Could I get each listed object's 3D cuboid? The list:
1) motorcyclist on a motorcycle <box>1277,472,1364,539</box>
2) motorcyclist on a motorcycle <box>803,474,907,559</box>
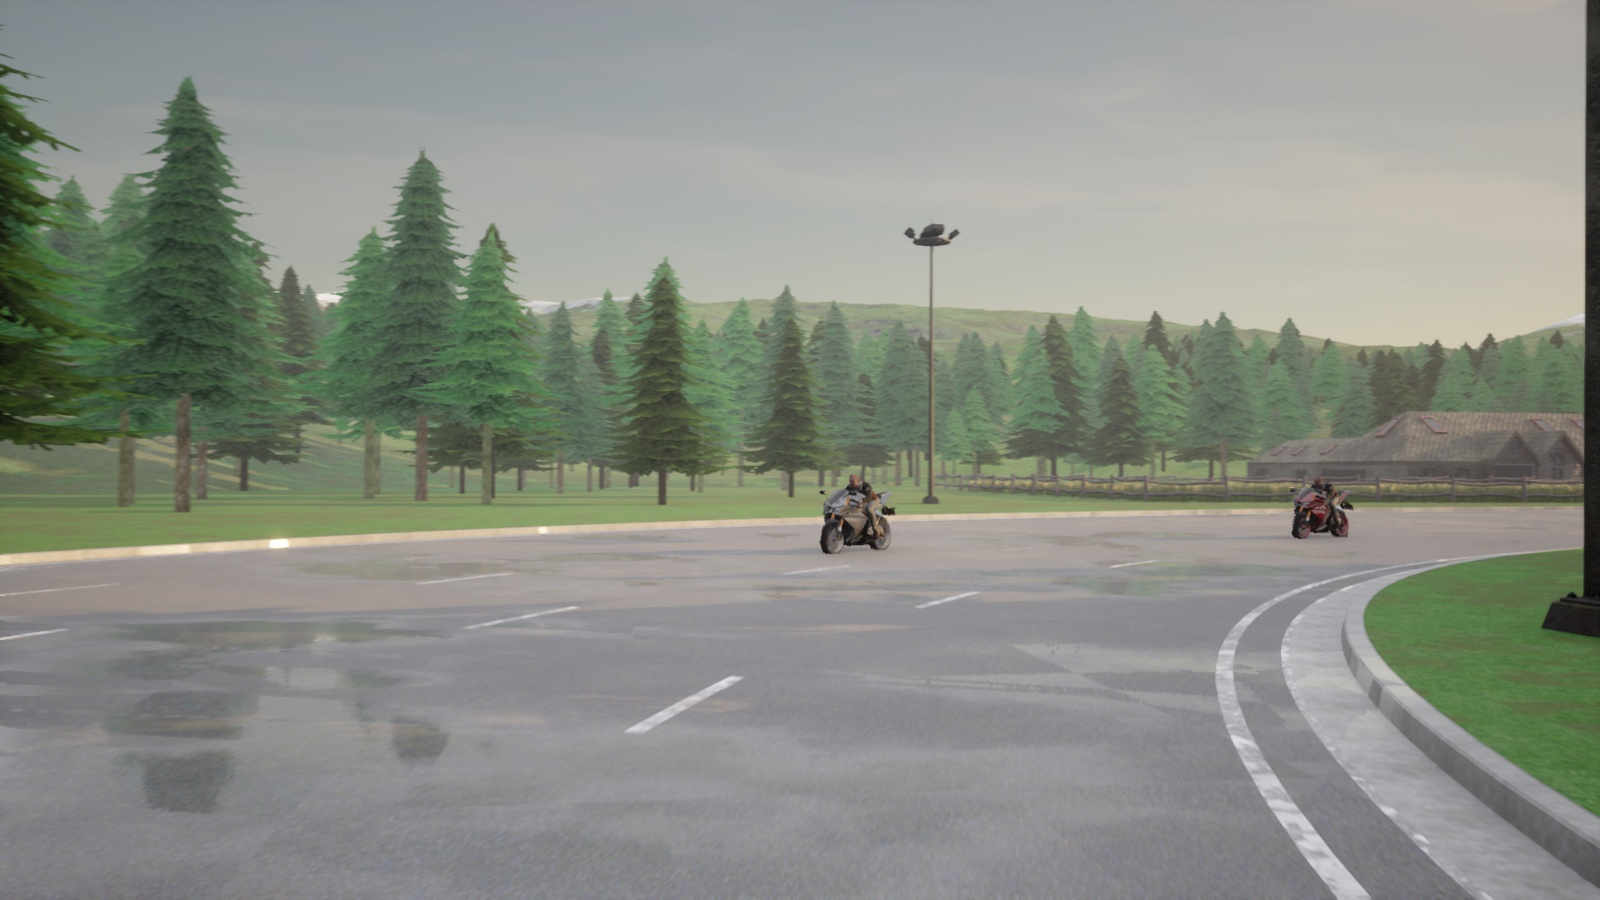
[{"bbox_3d":[12.442,1.296,30.008,2.191,1.530,0.866,0,-1,-35],"label":"motorcyclist on a motorcycle"},{"bbox_3d":[1.083,1.229,23.992,0.866,1.530,2.191,0,-1,38],"label":"motorcyclist on a motorcycle"}]
